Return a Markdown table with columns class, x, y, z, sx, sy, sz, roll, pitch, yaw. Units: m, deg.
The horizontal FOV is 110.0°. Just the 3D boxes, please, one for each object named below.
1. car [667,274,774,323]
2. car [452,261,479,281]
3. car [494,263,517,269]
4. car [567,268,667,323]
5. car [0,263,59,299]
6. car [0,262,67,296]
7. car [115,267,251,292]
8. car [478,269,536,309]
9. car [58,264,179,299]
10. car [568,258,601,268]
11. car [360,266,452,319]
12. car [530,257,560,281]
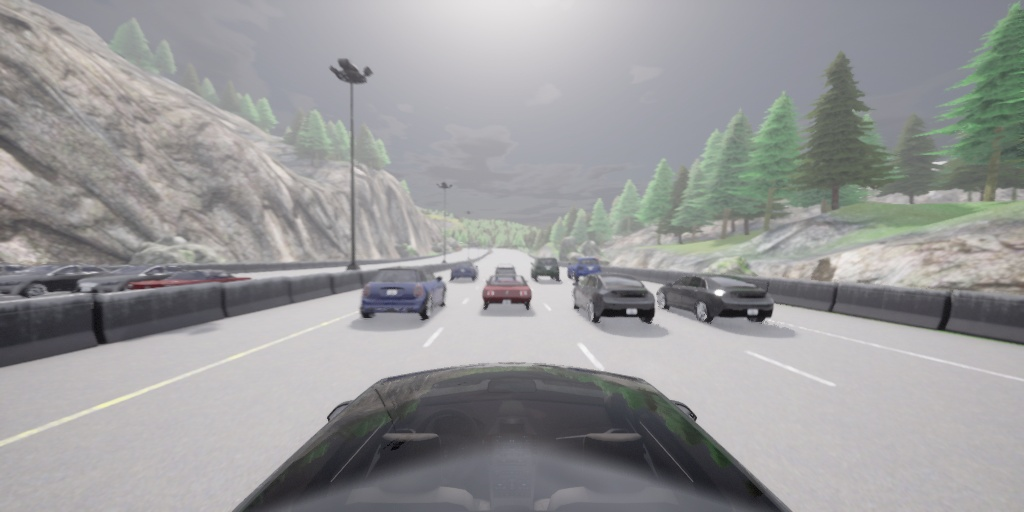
| class | x | y | z | sx | sy | sz | roll | pitch | yaw |
| --- | --- | --- | --- | --- | --- | --- | --- | --- | --- |
| car | 6.834 | 1.370 | 12.671 | 1.837 | 1.490 | 4.892 | 1 | 0 | -1 |
| car | -4.074 | 1.209 | 31.424 | 2.097 | 1.767 | 4.553 | 1 | 0 | -1 |
| car | -0.601 | 1.386 | 32.658 | 2.128 | 1.511 | 4.902 | 1 | 0 | -1 |
| car | 3.336 | 1.337 | 12.557 | 1.837 | 1.490 | 4.892 | 1 | 0 | -1 |
| car | -21.463 | 1.121 | 16.944 | 2.128 | 1.511 | 4.902 | 1 | 0 | -1 |
| car | -24.961 | 1.088 | 16.819 | 2.128 | 1.511 | 4.902 | 1 | 0 | -1 |
| car | -14.451 | 1.291 | 16.352 | 1.895 | 1.301 | 4.718 | 1 | 0 | -1 |
| car | -0.228 | 1.415 | 15.392 | 1.895 | 1.301 | 4.718 | 1 | 0 | -1 |
| car | -17.975 | 1.155 | 17.555 | 2.128 | 1.511 | 4.902 | 1 | 0 | -1 |
| car | 6.412 | 1.177 | 32.235 | 2.150 | 2.045 | 5.566 | 1 | 0 | -1 |
| car | -3.673 | 1.124 | 12.966 | 2.097 | 1.767 | 4.553 | 1 | 0 | -1 |
| car | 2.914 | 1.145 | 32.097 | 2.150 | 2.045 | 5.566 | 1 | 0 | -1 |
